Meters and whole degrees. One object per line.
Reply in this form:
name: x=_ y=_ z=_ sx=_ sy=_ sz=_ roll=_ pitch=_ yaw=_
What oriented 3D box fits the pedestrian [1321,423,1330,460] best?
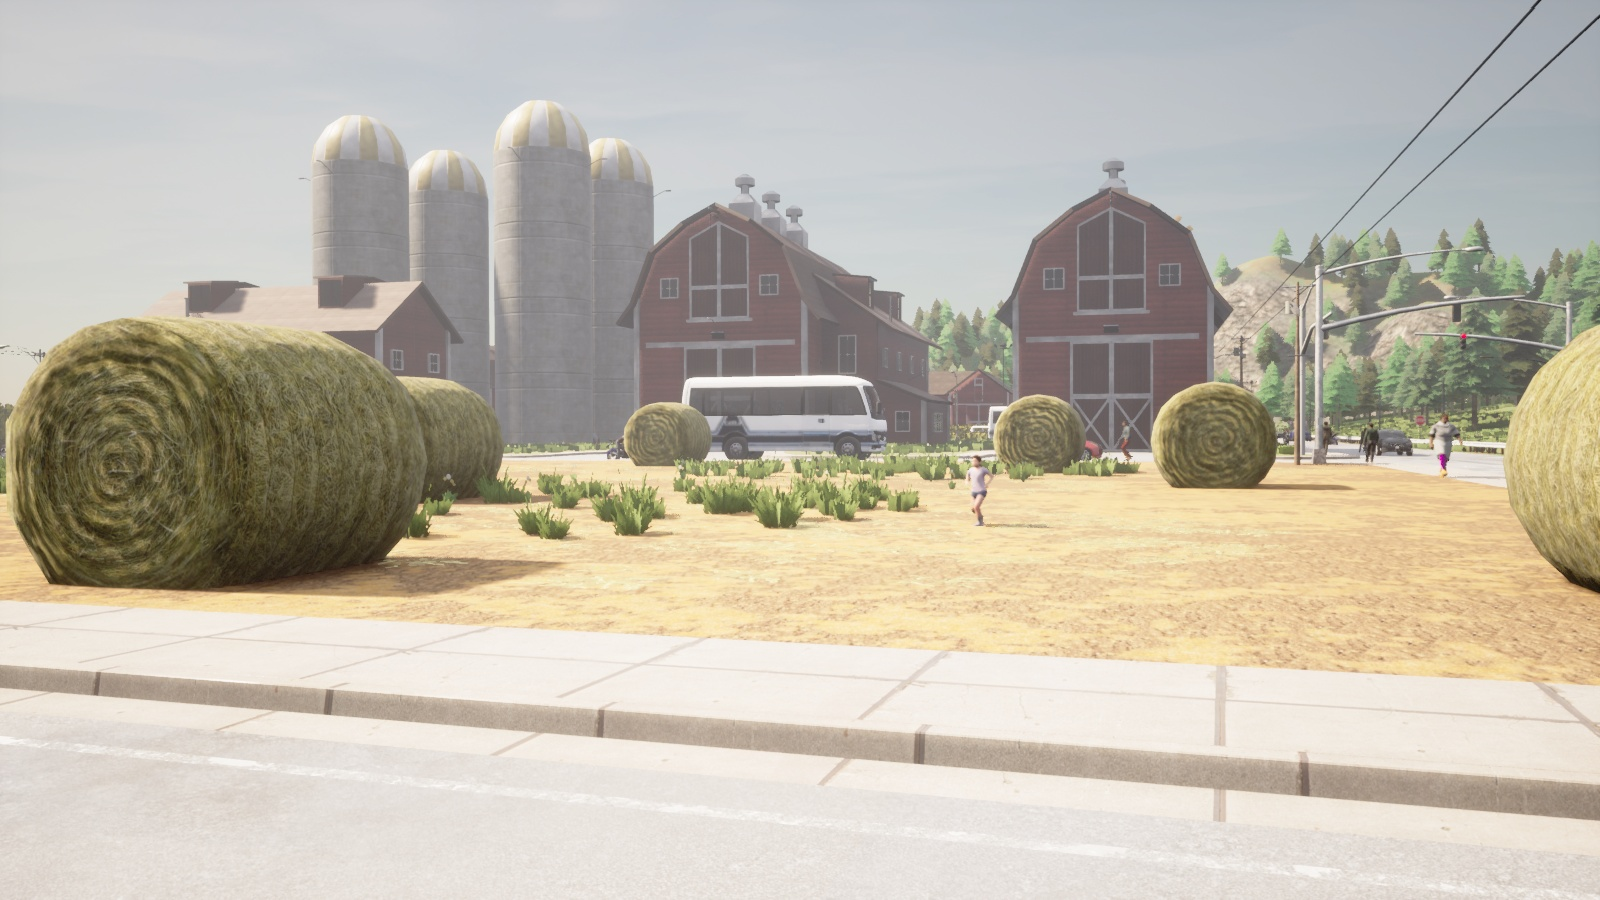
pedestrian: x=27.935 y=-0.448 z=66.804 sx=0.396 sy=1.930 sz=0.692 roll=1 pitch=1 yaw=20

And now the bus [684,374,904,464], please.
bus: x=-0.240 y=-1.542 z=62.431 sx=10.273 sy=4.253 sz=3.944 roll=0 pitch=1 yaw=15

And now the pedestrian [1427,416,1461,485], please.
pedestrian: x=18.458 y=0.002 z=36.017 sx=0.659 sy=1.952 sz=0.873 roll=0 pitch=1 yaw=13

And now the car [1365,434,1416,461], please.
car: x=33.967 y=-0.165 z=72.361 sx=1.837 sy=1.490 sz=4.892 roll=0 pitch=1 yaw=16

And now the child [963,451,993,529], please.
child: x=2.611 y=0.579 z=18.386 sx=0.255 sy=1.110 sz=0.394 roll=1 pitch=1 yaw=41

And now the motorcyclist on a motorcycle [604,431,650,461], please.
motorcyclist on a motorcycle: x=-8.915 y=-0.212 z=64.734 sx=2.191 sy=1.530 sz=0.866 roll=1 pitch=1 yaw=15

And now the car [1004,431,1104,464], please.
car: x=11.986 y=-0.126 z=59.228 sx=4.514 sy=1.525 sz=2.007 roll=0 pitch=1 yaw=15

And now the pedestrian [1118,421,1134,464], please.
pedestrian: x=14.249 y=-0.328 z=54.849 sx=0.614 sy=1.847 sz=0.353 roll=0 pitch=1 yaw=1

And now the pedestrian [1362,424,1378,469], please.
pedestrian: x=24.796 y=-0.145 z=54.646 sx=0.423 sy=1.949 sz=0.788 roll=0 pitch=1 yaw=11
